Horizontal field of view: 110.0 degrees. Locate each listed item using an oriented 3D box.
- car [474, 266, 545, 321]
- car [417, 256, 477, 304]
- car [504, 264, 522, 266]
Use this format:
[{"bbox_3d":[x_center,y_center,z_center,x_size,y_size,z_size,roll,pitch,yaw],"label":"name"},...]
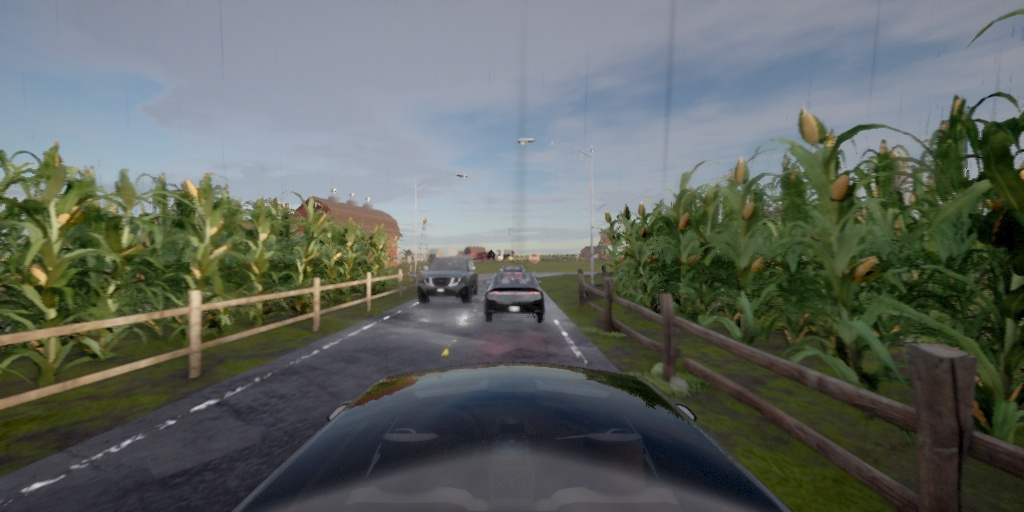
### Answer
[{"bbox_3d":[0.076,1.287,12.566,2.128,1.511,4.902,0,0,0],"label":"car"},{"bbox_3d":[-2.852,1.029,17.125,2.150,2.045,5.566,0,0,0],"label":"car"},{"bbox_3d":[0.063,1.342,25.988,2.128,1.511,4.902,0,0,0],"label":"car"}]
